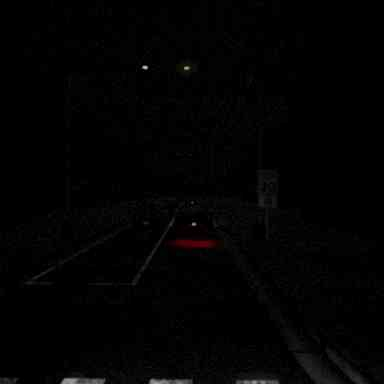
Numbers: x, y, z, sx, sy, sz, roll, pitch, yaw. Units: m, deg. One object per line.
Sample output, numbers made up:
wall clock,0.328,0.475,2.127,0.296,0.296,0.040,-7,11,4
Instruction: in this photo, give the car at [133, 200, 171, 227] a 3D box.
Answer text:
car,-2.631,1.407,21.352,1.947,1.339,4.313,2,0,0

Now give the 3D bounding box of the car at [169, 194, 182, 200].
car,-2.660,1.328,43.481,1.802,1.307,4.206,2,0,0

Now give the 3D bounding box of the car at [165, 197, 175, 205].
car,-2.638,1.362,26.884,1.887,1.381,4.507,2,0,0

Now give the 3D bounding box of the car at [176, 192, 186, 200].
car,-2.701,0.926,82.207,2.192,1.841,5.009,2,0,0

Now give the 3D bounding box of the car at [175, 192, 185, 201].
car,-2.694,0.943,76.675,2.192,1.841,5.009,2,0,0

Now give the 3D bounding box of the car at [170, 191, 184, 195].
car,-2.802,0.918,56.866,2.150,2.045,5.566,1,0,0

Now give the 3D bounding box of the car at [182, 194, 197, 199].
car,0.034,1.343,44.498,1.994,1.385,4.181,1,0,0

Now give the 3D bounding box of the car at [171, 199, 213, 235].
car,0.093,1.369,18.261,1.882,1.535,5.008,1,0,0
